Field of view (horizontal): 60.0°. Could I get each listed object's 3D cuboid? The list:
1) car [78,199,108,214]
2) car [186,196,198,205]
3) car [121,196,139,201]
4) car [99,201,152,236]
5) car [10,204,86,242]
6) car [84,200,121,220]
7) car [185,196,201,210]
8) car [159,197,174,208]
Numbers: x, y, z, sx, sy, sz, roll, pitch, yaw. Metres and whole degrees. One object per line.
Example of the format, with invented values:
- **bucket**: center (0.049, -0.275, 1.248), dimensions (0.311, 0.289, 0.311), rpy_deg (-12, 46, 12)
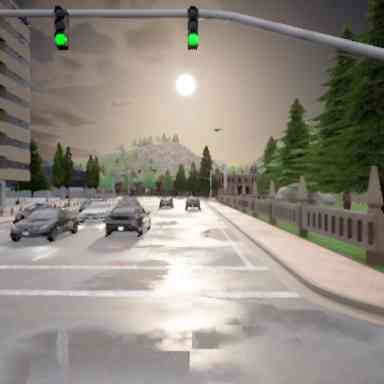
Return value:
- **car**: center (-10.575, 1.511, 35.796), dimensions (1.994, 1.385, 4.181), rpy_deg (0, 0, 0)
- **car**: center (0.010, 1.421, 55.959), dimensions (1.812, 1.442, 4.674), rpy_deg (0, 0, 0)
- **car**: center (-7.065, 1.294, 37.060), dimensions (2.097, 1.767, 4.553), rpy_deg (0, 0, 0)
- **car**: center (-3.398, 1.486, 18.302), dimensions (1.837, 1.490, 4.892), rpy_deg (0, 0, 0)
- **car**: center (-7.086, 1.513, 16.522), dimensions (1.812, 1.442, 4.674), rpy_deg (0, 0, 0)
- **car**: center (-7.080, 1.493, 25.540), dimensions (1.812, 1.442, 4.674), rpy_deg (0, 0, 0)
- **car**: center (0.106, 1.426, 42.268), dimensions (1.837, 1.490, 4.892), rpy_deg (0, -1, 0)
- **car**: center (-3.488, 1.412, 46.180), dimensions (2.128, 1.511, 4.902), rpy_deg (0, 0, 0)
